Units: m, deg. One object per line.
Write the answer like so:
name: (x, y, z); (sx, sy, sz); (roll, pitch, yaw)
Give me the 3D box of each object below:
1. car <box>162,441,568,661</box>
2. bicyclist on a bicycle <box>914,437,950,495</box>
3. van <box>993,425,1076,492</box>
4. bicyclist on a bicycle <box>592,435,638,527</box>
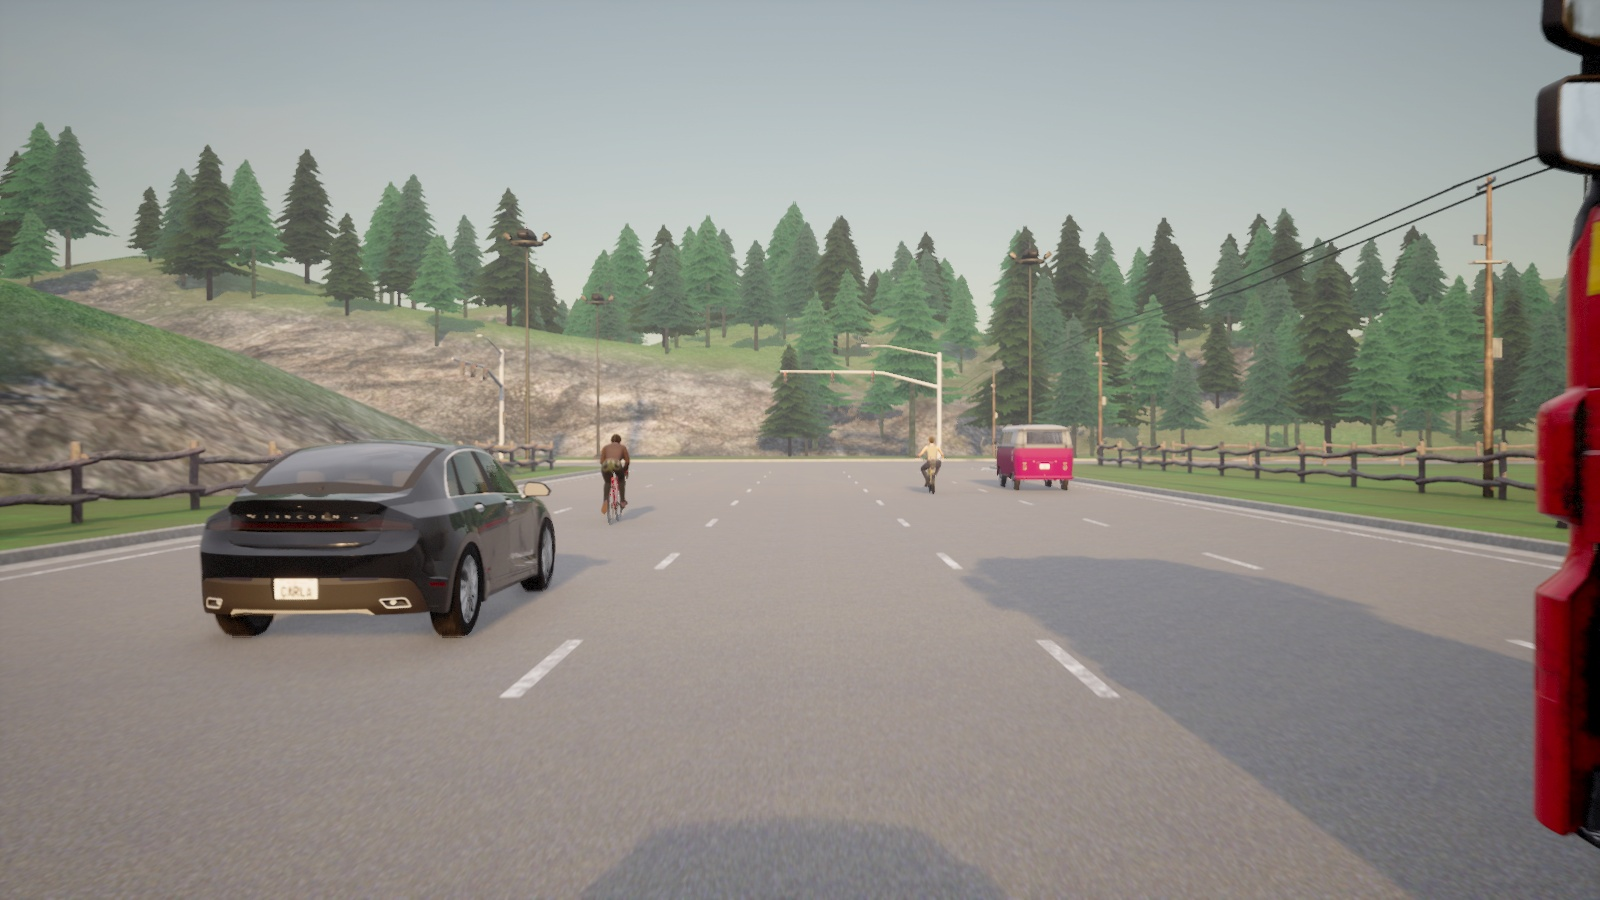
car: (-3.425, 0.672, 11.027); (1.837, 1.490, 4.892); (0, 1, 0)
bicyclist on a bicycle: (3.702, 0.440, 35.441); (0.866, 1.612, 1.509); (0, 0, 1)
van: (7.227, 0.233, 39.098); (1.775, 1.987, 4.442); (0, 0, 0)
bicyclist on a bicycle: (-3.361, 0.538, 22.865); (0.582, 1.620, 1.656); (0, 0, 0)
